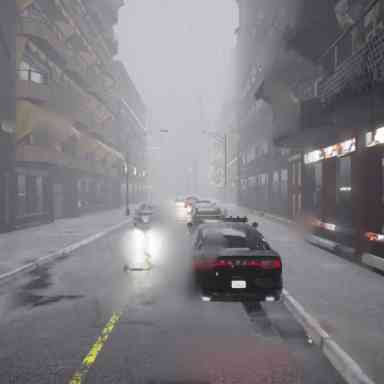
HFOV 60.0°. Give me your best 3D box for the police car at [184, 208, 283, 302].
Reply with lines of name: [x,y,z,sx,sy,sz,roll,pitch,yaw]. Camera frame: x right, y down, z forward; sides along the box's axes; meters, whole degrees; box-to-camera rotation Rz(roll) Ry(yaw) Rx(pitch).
police car: [0.825,1.427,8.452,1.930,1.638,5.238,0,0,0]

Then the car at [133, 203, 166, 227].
car: [-2.852,1.499,23.038,2.128,1.511,4.902,0,0,0]

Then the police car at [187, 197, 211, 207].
police car: [0.825,1.434,24.453,1.930,1.638,5.238,0,0,0]

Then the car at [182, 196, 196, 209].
car: [0.033,1.383,47.137,2.097,1.767,4.553,0,0,0]

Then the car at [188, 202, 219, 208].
car: [0.825,1.511,18.343,1.837,1.490,4.892,0,0,0]

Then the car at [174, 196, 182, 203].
car: [-2.749,1.628,71.922,1.994,1.385,4.181,0,0,0]
